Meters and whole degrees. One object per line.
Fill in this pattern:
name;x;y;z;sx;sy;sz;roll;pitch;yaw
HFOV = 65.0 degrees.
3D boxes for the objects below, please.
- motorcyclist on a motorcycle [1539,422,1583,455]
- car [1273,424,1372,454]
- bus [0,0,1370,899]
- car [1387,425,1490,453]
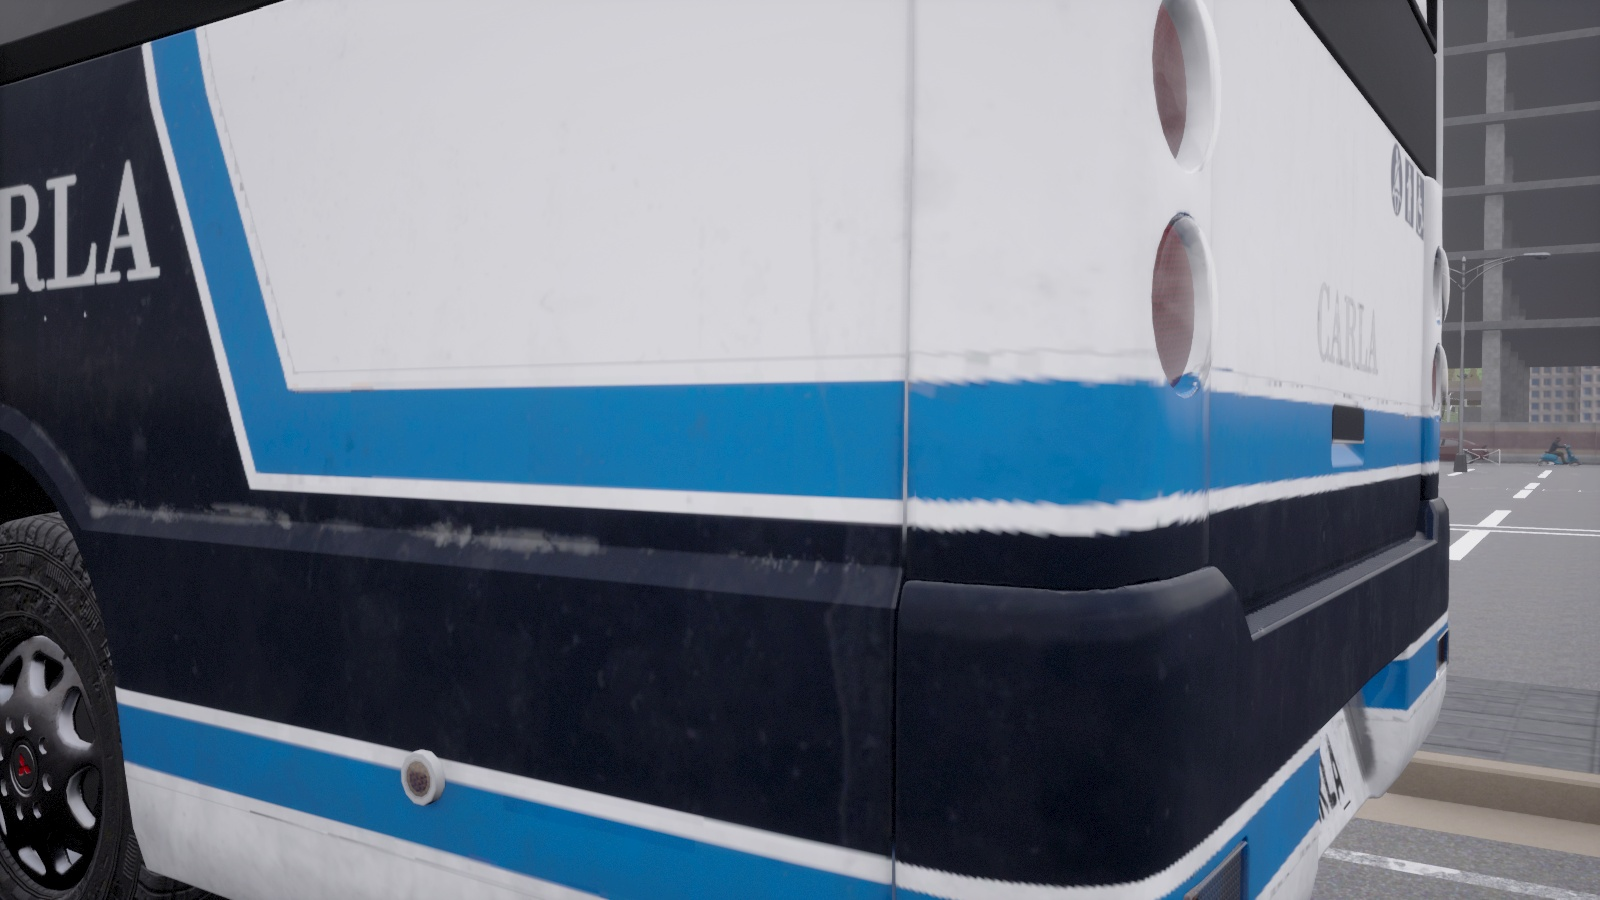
motorcyclist on a motorcycle;37.194;-0.546;61.402;1.817;1.590;0.866;0;1;32
car;29.281;-0.620;70.406;4.856;1.649;2.033;0;1;32
bus;-3.296;-0.694;5.768;10.273;4.253;3.944;0;1;33
car;35.835;-0.633;70.471;5.008;1.535;1.882;0;1;32
